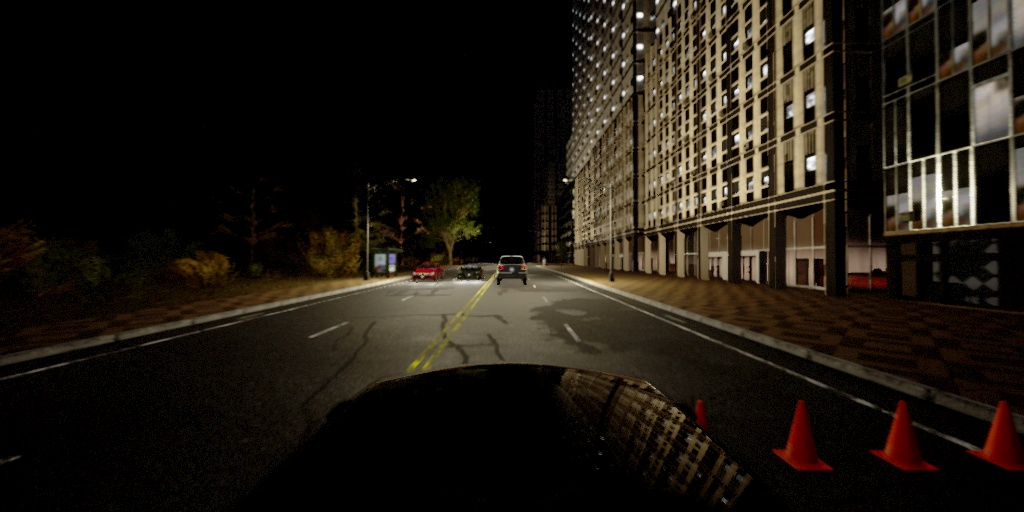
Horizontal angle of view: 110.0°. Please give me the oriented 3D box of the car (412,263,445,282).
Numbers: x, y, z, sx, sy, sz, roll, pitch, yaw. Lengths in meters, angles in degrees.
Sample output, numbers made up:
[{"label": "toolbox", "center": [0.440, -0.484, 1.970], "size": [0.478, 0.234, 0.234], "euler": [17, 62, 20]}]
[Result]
[{"label": "car", "center": [-6.725, 1.289, 29.255], "size": [1.812, 1.442, 4.674], "euler": [0, 0, 0]}]

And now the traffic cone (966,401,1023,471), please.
[{"label": "traffic cone", "center": [4.847, 1.726, 3.532], "size": [0.340, 0.580, 0.340], "euler": [0, 0, 0]}]

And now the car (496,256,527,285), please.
[{"label": "car", "center": [-0.018, 1.003, 27.035], "size": [2.150, 2.045, 5.566], "euler": [0, 0, 0]}]

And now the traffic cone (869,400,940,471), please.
[{"label": "traffic cone", "center": [3.847, 1.722, 3.529], "size": [0.340, 0.580, 0.340], "euler": [0, 0, 0]}]

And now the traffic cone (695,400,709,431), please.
[{"label": "traffic cone", "center": [1.847, 1.714, 3.520], "size": [0.340, 0.580, 0.340], "euler": [0, 0, 0]}]

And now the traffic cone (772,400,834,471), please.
[{"label": "traffic cone", "center": [2.847, 1.718, 3.524], "size": [0.340, 0.580, 0.340], "euler": [0, 0, 0]}]

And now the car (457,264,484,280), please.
[{"label": "car", "center": [-3.480, 1.344, 30.862], "size": [1.994, 1.385, 4.181], "euler": [0, 0, 0]}]
